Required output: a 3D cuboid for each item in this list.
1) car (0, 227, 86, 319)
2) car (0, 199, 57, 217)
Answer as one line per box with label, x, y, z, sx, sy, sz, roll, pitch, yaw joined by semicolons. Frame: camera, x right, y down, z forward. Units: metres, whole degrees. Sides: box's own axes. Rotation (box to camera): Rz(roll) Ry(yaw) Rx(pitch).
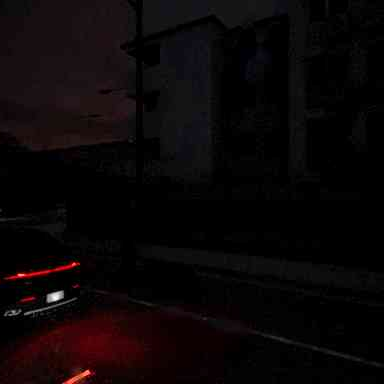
car;-4.264;1.504;6.945;4.892;1.490;1.837;0;0;35
car;-14.686;1.314;29.331;2.033;1.411;5.357;0;1;32
